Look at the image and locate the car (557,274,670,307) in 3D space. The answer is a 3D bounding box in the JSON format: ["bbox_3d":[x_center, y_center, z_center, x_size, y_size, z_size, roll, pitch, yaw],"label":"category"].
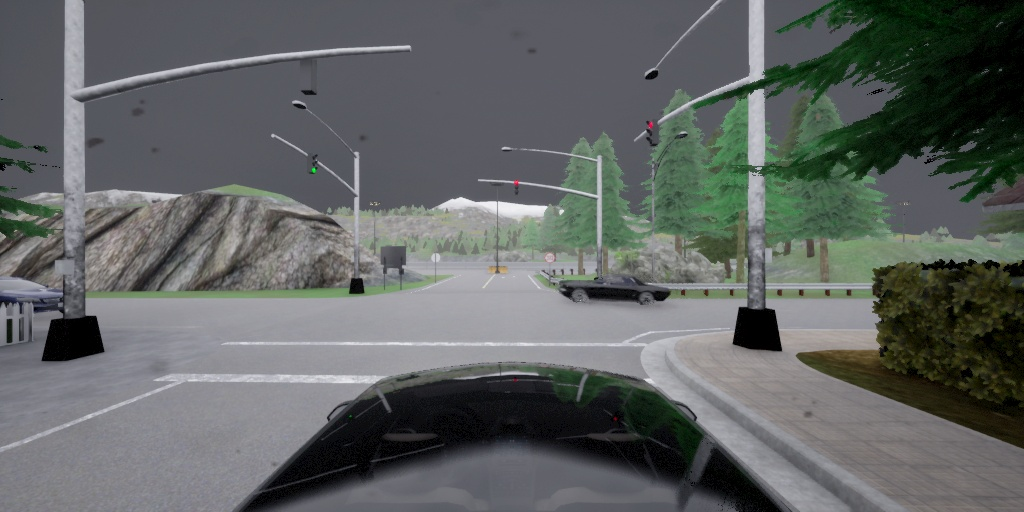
[{"bbox_3d":[4.455,1.478,16.298,4.718,1.301,1.895,3,0,0],"label":"car"}]

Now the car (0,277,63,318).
[{"bbox_3d":[-18.275,1.467,12.735,4.674,1.442,1.812,0,0,0],"label":"car"}]
